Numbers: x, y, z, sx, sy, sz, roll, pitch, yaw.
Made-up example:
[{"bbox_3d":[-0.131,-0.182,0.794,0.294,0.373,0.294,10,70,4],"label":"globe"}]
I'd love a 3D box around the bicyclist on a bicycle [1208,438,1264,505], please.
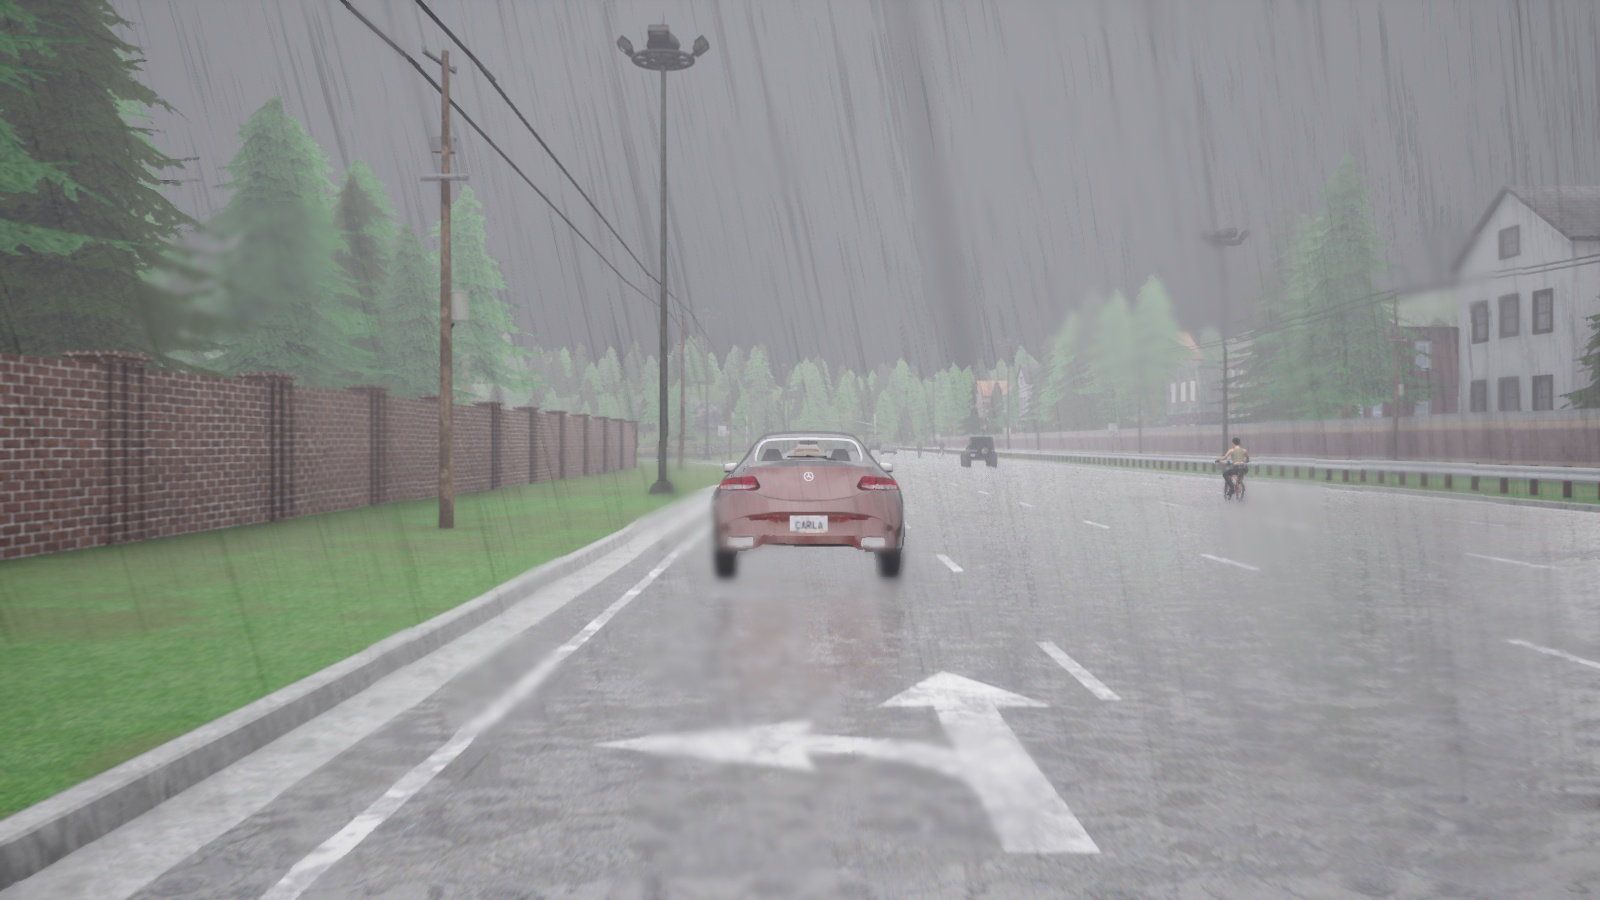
[{"bbox_3d":[10.687,0.518,30.851,0.866,1.612,1.509,0,0,1],"label":"bicyclist on a bicycle"}]

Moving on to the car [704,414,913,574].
[{"bbox_3d":[0.104,0.438,15.449,2.152,1.651,5.027,0,0,0],"label":"car"}]

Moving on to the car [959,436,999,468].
[{"bbox_3d":[10.955,0.117,76.925,1.905,1.878,3.866,0,0,0],"label":"car"}]
